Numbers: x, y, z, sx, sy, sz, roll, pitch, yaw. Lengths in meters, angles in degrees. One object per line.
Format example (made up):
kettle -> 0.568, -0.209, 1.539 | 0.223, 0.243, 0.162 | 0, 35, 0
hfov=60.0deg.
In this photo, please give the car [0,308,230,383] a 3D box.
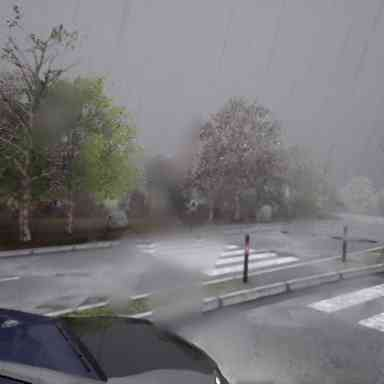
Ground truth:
car -> -1.664, 1.563, 2.231 | 4.181, 1.385, 1.994 | 0, 0, -35
